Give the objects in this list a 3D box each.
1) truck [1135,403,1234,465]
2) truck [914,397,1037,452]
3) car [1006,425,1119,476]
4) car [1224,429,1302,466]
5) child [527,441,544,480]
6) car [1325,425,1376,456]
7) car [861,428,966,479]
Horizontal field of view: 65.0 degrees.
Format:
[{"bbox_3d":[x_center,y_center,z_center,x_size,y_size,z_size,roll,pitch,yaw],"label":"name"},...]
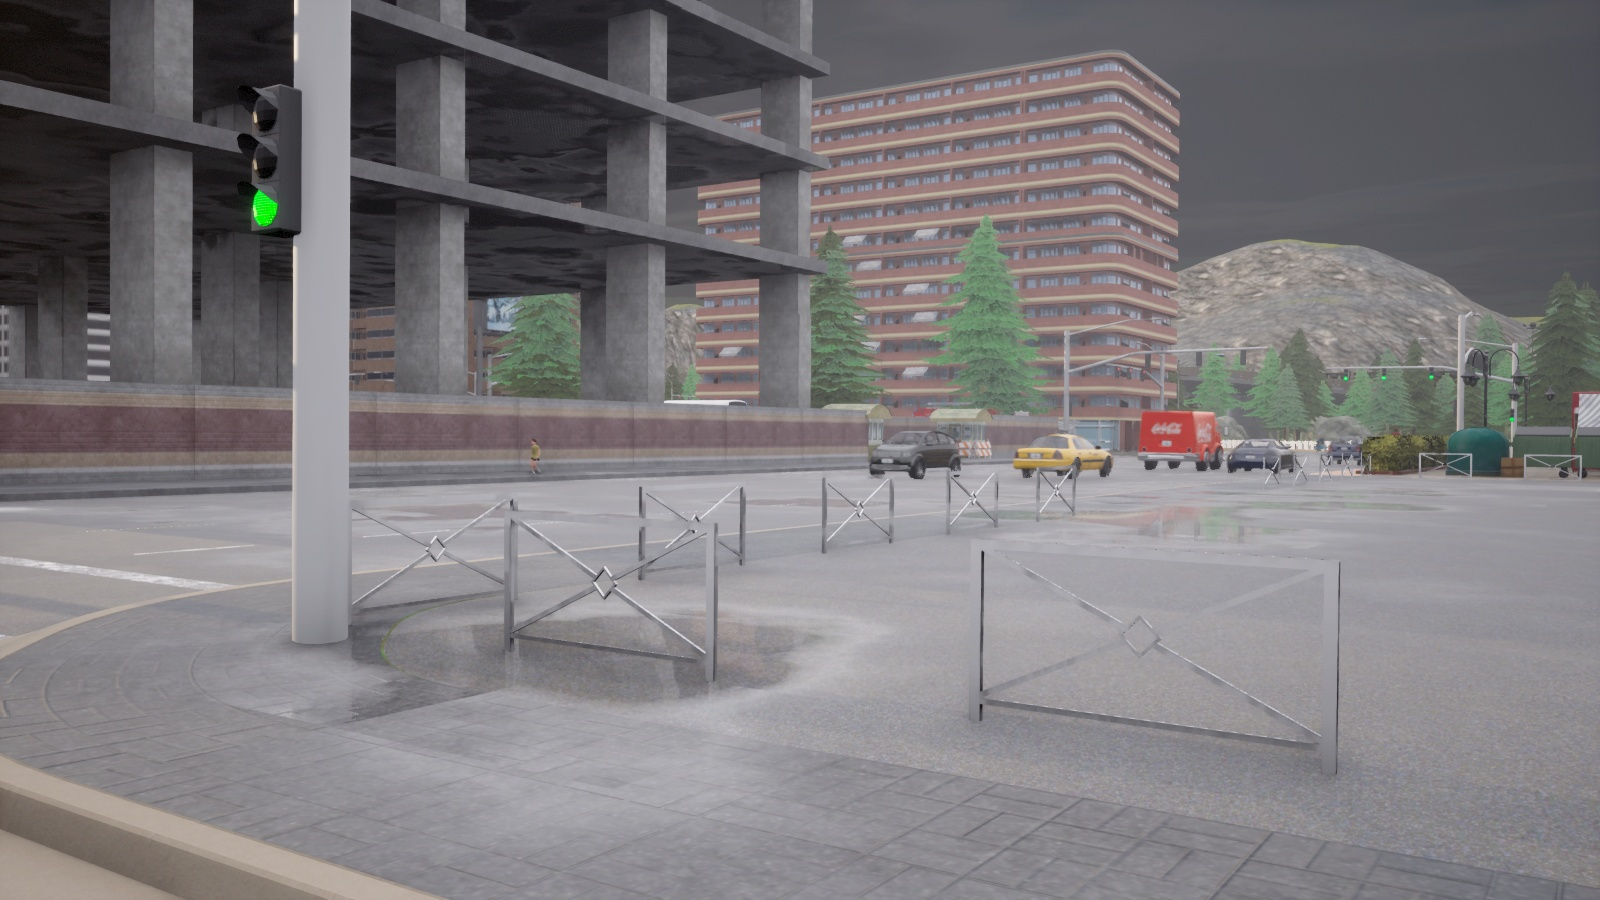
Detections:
[{"bbox_3d":[16.314,-0.684,53.118,2.627,2.467,5.204,0,1,33],"label":"truck"},{"bbox_3d":[12.721,-1.797,91.465,8.468,3.827,2.891,0,1,34],"label":"truck"},{"bbox_3d":[8.800,-0.034,41.729,1.801,1.575,5.366,0,1,33],"label":"car"},{"bbox_3d":[18.479,-0.111,50.045,1.994,1.385,4.181,0,1,33],"label":"car"},{"bbox_3d":[-7.541,0.290,35.793,0.255,1.110,0.394,0,1,32],"label":"child"},{"bbox_3d":[28.821,-0.503,65.701,1.789,1.549,3.705,0,1,34],"label":"car"},{"bbox_3d":[3.689,0.070,40.338,1.789,1.549,3.705,0,1,33],"label":"car"}]
